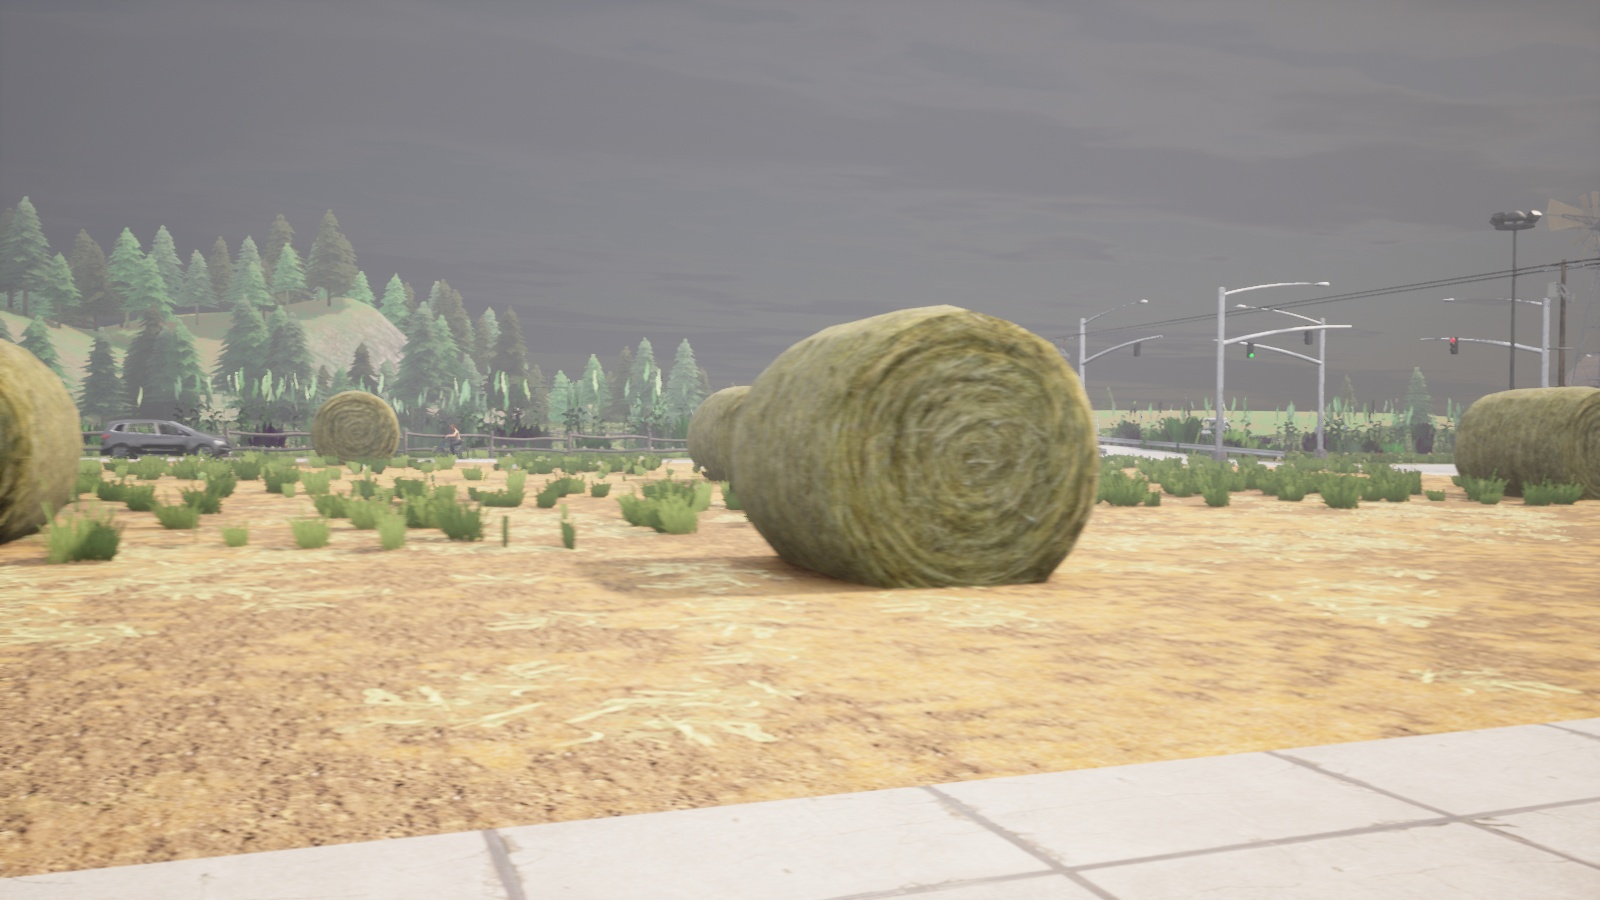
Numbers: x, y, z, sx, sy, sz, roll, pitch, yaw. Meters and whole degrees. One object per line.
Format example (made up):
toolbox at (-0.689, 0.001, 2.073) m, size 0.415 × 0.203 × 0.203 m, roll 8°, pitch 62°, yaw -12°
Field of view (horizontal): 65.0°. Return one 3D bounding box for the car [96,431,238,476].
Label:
car at (-24.689, 0.101, 49.183) m, size 4.611 × 1.667 × 2.242 m, roll -1°, pitch 1°, yaw -17°
